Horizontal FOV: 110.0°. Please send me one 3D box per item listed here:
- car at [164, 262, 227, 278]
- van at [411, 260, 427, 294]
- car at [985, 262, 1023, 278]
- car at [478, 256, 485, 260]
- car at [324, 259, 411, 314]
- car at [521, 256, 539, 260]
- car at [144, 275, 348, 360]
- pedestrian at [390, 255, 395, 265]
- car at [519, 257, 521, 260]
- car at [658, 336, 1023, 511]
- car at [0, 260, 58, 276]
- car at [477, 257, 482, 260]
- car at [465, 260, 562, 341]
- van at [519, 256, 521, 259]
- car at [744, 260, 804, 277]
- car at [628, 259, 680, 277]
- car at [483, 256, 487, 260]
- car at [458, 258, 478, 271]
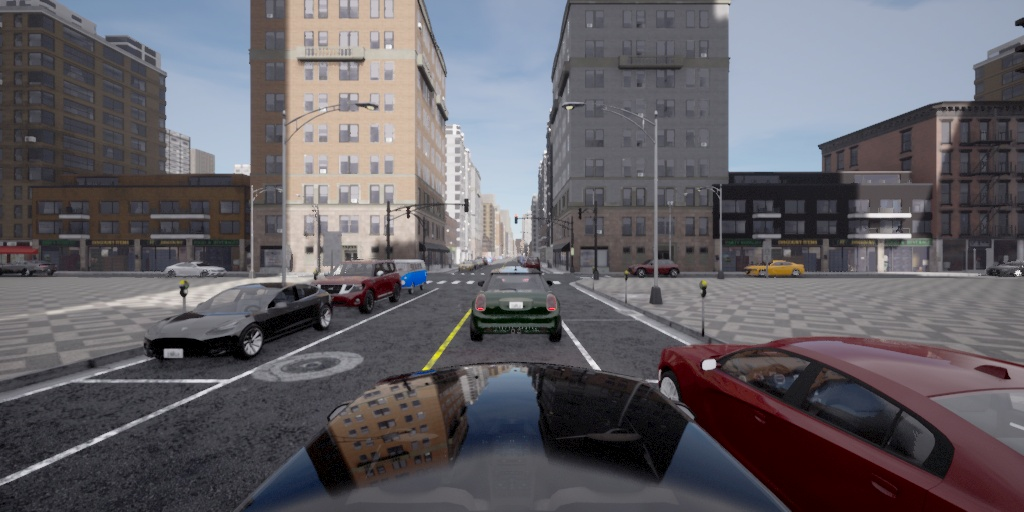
[{"bbox_3d":[-27.866,1.232,31.613,4.674,1.442,1.812,0,0,1],"label":"car"},{"bbox_3d":[-5.875,1.087,19.670,1.690,1.789,3.998,0,0,0],"label":"van"},{"bbox_3d":[47.764,1.245,33.646,4.892,1.490,1.837,1,0,1],"label":"car"},{"bbox_3d":[-5.912,1.178,57.828,1.751,1.417,4.829,0,0,0],"label":"car"},{"bbox_3d":[-5.870,1.063,14.029,2.192,1.841,5.009,0,0,0],"label":"car"},{"bbox_3d":[2.624,0.998,46.668,2.192,1.841,5.009,0,0,0],"label":"car"},{"bbox_3d":[-5.864,1.315,8.388,1.948,1.339,4.313,0,0,0],"label":"car"},{"bbox_3d":[-12.586,0.842,37.629,0.375,1.860,0.375,0,0,1],"label":"pedestrian"},{"bbox_3d":[2.613,1.198,57.981,1.888,1.381,4.507,0,0,0],"label":"car"},{"bbox_3d":[2.667,1.295,2.731,1.888,1.381,4.507,0,0,0],"label":"car"},{"bbox_3d":[-47.586,1.181,35.045,4.902,1.511,2.128,0,0,1],"label":"car"},{"bbox_3d":[-5.907,1.234,52.343,1.948,1.339,4.313,0,0,0],"label":"car"},{"bbox_3d":[0.090,1.101,10.005,2.097,1.767,4.553,0,0,0],"label":"car"},{"bbox_3d":[2.608,0.977,63.639,1.690,1.789,3.998,0,0,0],"label":"van"},{"bbox_3d":[24.806,1.189,34.059,5.008,1.535,1.882,-1,0,1],"label":"car"},{"bbox_3d":[13.427,1.057,34.229,4.553,1.767,2.097,0,0,1],"label":"car"},{"bbox_3d":[-5.918,1.162,63.483,1.751,1.417,4.829,0,0,0],"label":"car"},{"bbox_3d":[-5.901,1.209,46.518,1.751,1.417,4.829,0,0,0],"label":"car"}]
